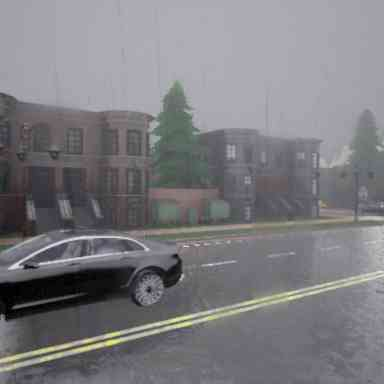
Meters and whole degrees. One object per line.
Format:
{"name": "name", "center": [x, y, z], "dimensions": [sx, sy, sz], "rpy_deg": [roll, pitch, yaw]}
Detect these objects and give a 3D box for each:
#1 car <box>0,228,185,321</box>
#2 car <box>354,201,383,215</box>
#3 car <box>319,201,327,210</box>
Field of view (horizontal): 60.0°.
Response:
{"name": "car", "center": [-2.485, 1.501, 6.513], "dimensions": [4.902, 1.511, 2.128], "rpy_deg": [1, 0, -33]}
{"name": "car", "center": [20.000, 1.758, 35.849], "dimensions": [2.128, 1.511, 4.902], "rpy_deg": [1, 0, -31]}
{"name": "car", "center": [16.976, 1.777, 48.004], "dimensions": [1.882, 1.535, 5.008], "rpy_deg": [1, 0, -30]}
